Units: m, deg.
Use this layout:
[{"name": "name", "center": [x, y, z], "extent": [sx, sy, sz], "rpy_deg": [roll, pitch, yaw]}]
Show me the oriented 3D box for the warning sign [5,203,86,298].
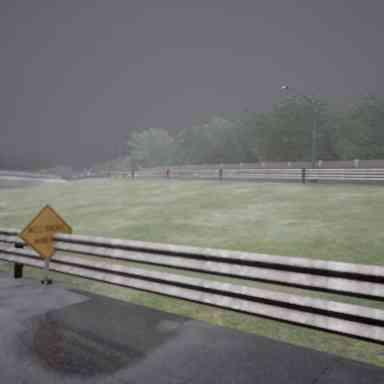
[{"name": "warning sign", "center": [-3.273, 1.190, 7.495], "extent": [1.060, 1.860, 1.300], "rpy_deg": [-1, -1, 36]}]
